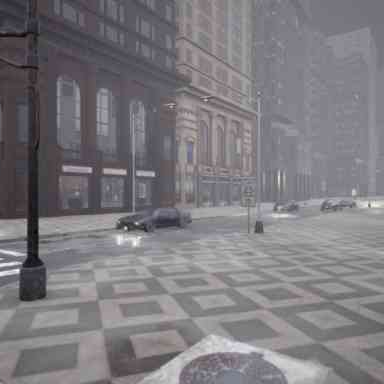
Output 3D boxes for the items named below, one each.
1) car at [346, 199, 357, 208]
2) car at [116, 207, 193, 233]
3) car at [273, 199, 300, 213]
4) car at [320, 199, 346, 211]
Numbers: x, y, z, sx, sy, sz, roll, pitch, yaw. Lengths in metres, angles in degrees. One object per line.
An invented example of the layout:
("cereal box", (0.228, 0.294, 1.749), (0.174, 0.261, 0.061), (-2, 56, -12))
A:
("car", (23.736, 1.702, 50.766), (2.033, 1.411, 5.357), (0, 0, 36))
("car", (-2.058, 1.599, 20.234), (2.033, 1.411, 5.357), (0, 0, 36))
("car", (11.001, 1.607, 38.428), (2.128, 1.511, 4.902), (0, 0, 36))
("car", (17.832, 1.655, 42.523), (1.812, 1.442, 4.674), (0, 0, 36))
